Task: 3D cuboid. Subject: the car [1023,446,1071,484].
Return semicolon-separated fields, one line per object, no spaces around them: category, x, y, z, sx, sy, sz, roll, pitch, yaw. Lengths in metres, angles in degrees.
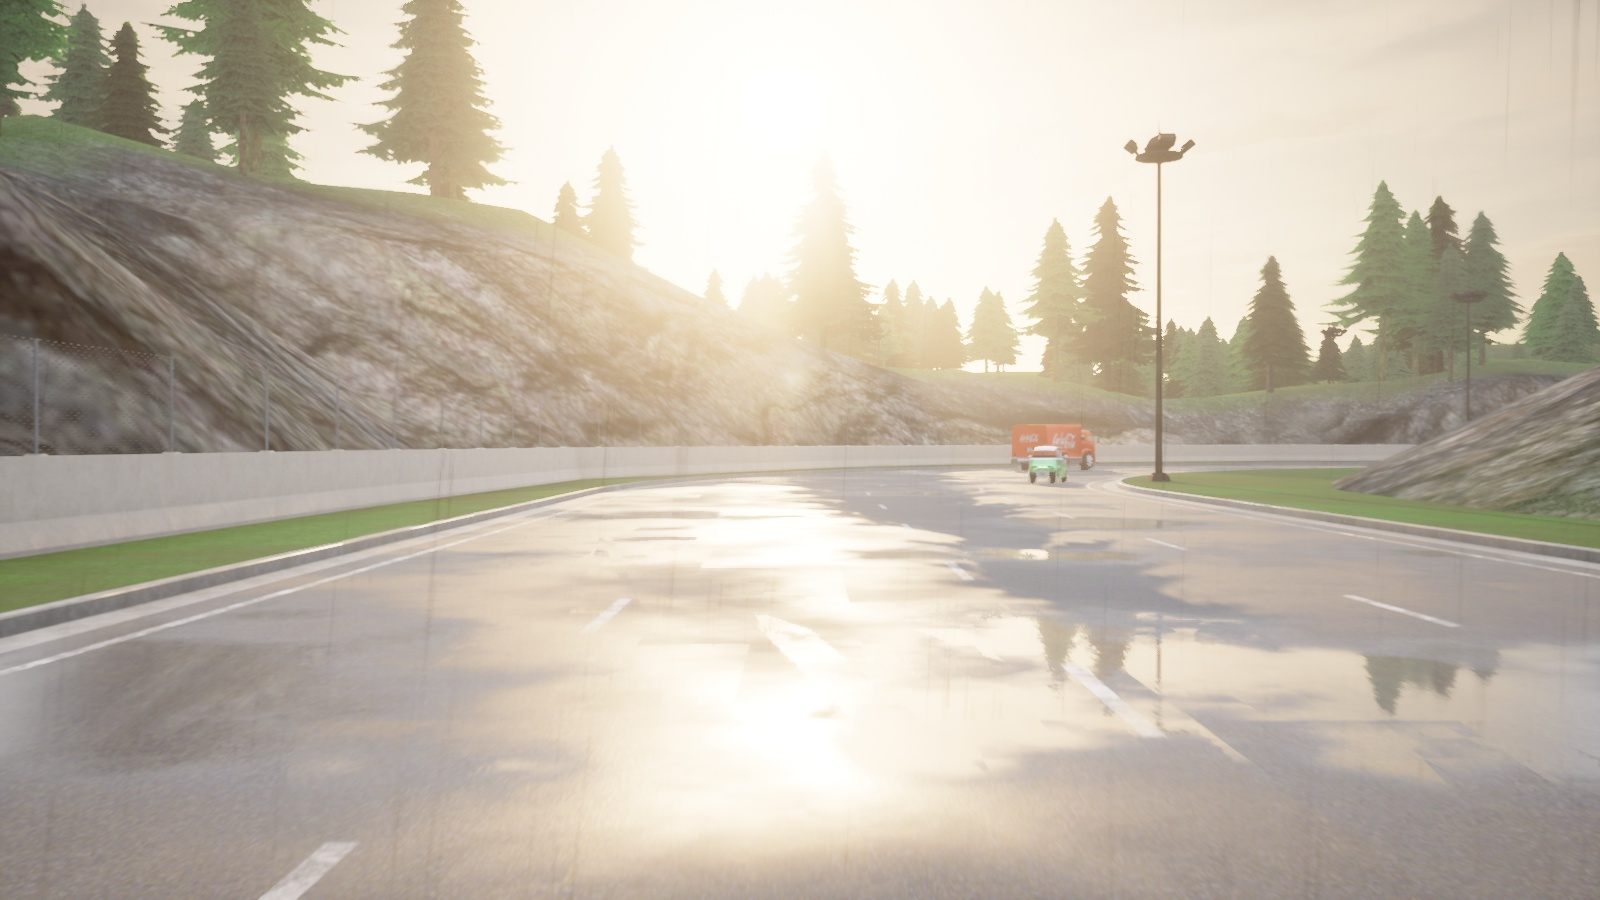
car;9.281;0.543;47.132;1.481;1.376;2.207;0;1;18

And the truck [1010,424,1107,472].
truck;13.900;-0.109;67.338;5.204;2.467;2.627;0;0;-45
